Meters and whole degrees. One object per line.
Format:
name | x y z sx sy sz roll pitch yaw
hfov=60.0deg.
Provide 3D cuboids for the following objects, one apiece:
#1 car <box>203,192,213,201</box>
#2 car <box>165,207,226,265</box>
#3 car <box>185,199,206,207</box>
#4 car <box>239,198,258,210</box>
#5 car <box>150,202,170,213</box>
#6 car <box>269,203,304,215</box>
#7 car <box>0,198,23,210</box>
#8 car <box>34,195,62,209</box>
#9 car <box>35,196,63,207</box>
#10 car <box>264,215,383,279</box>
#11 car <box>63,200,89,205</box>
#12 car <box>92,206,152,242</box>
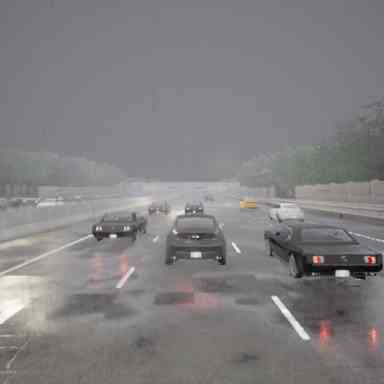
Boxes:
car | 4.244 1.435 84.024 2.097 1.767 4.553 0 0 1
car | 0.120 1.508 11.713 1.837 1.490 4.892 0 0 0
car | 0.232 1.633 34.314 1.895 1.301 4.718 0 0 0
car | 7.303 1.523 42.989 1.882 1.535 5.008 0 0 1
car | -3.269 1.633 34.241 1.895 1.301 4.718 0 0 0
car | 7.158 1.545 25.435 1.812 1.442 4.674 0 0 1
car | -24.358 1.536 44.157 2.128 1.511 4.902 0 0 1
car | -20.814 1.400 48.219 2.097 1.767 4.553 0 0 1
car | -17.397 1.565 41.044 1.812 1.442 4.674 0 0 1
car | 3.513 1.603 9.952 1.895 1.301 4.718 0 0 0
car | -13.898 1.641 41.313 1.895 1.301 4.718 0 0 1
car | -3.365 1.607 16.489 1.895 1.301 4.718 0 0 0
